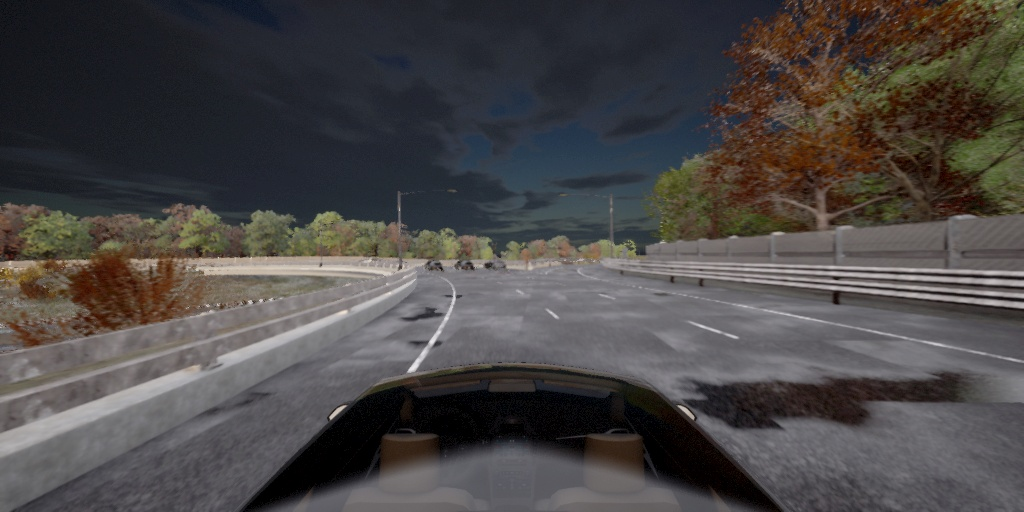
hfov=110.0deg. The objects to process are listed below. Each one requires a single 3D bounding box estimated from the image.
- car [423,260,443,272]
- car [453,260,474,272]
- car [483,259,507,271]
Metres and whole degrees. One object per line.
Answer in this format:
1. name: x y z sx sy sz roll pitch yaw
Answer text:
1. car: -10.806 1.362 49.096 1.837 1.490 4.892 -1 0 -26
2. car: -6.514 1.278 48.184 1.837 1.490 4.892 -1 0 -25
3. car: -2.305 1.182 47.256 2.128 1.511 4.902 -1 0 -24
